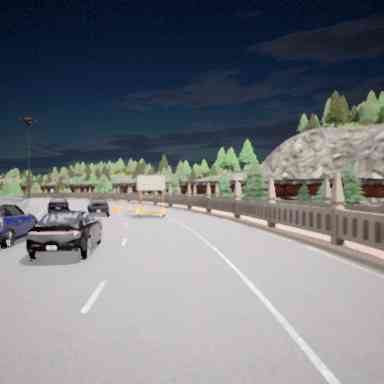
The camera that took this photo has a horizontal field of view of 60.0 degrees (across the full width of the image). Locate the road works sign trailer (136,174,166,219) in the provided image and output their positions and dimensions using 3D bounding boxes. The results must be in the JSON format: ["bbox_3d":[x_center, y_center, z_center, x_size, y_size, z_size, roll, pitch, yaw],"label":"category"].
[{"bbox_3d":[-3.322,0.284,27.296,2.380,3.560,2.880,0,0,-3],"label":"road works sign trailer"}]

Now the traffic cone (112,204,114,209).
[{"bbox_3d":[-7.924,1.745,35.002,0.340,0.580,0.340,0,0,-18],"label":"traffic cone"}]

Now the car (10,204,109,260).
[{"bbox_3d":[-4.470,1.422,12.231,2.128,1.511,4.902,0,0,-8],"label":"car"}]

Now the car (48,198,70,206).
[{"bbox_3d":[-13.271,1.315,33.126,1.882,1.535,5.008,0,0,-20],"label":"car"}]

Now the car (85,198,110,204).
[{"bbox_3d":[-8.570,1.333,30.256,1.837,1.490,4.892,0,0,-17],"label":"car"}]

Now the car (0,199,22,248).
[{"bbox_3d":[-8.332,1.286,14.437,2.097,1.767,4.553,0,0,-8],"label":"car"}]
